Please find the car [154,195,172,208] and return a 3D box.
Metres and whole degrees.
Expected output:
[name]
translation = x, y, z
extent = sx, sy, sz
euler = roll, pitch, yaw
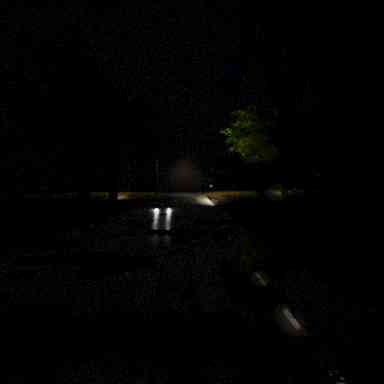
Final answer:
[car]
translation = -3.559, 1.215, 41.888
extent = 1.837, 1.490, 4.892
euler = 0, 0, 0
